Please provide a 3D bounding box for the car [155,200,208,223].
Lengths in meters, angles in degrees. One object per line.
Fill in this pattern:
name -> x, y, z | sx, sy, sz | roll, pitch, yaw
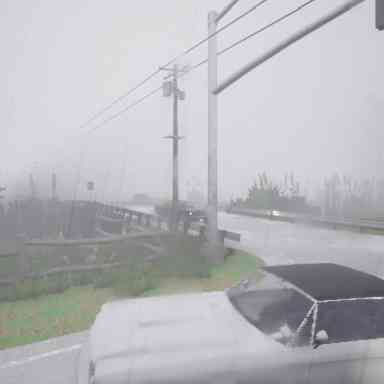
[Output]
car -> -0.591, 1.245, 21.571 | 1.895, 1.301, 4.718 | 0, 3, -32

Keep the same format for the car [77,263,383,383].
car -> 1.161, 1.604, 3.865 | 4.718, 1.301, 1.895 | 0, 0, -13
